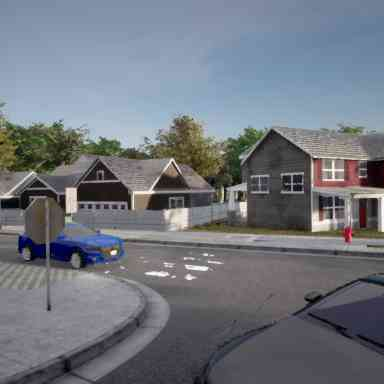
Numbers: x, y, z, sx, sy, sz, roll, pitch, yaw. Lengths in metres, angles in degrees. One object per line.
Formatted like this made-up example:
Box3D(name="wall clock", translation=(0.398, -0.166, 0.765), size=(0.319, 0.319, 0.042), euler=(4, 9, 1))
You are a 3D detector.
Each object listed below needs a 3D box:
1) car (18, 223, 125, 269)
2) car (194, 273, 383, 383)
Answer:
Box3D(name="car", translation=(-4.911, 1.987, 13.308), size=(5.008, 1.535, 1.882), euler=(-2, 0, 33))
Box3D(name="car", translation=(2.098, 1.565, 3.113), size=(4.181, 1.385, 1.994), euler=(0, 0, -26))
